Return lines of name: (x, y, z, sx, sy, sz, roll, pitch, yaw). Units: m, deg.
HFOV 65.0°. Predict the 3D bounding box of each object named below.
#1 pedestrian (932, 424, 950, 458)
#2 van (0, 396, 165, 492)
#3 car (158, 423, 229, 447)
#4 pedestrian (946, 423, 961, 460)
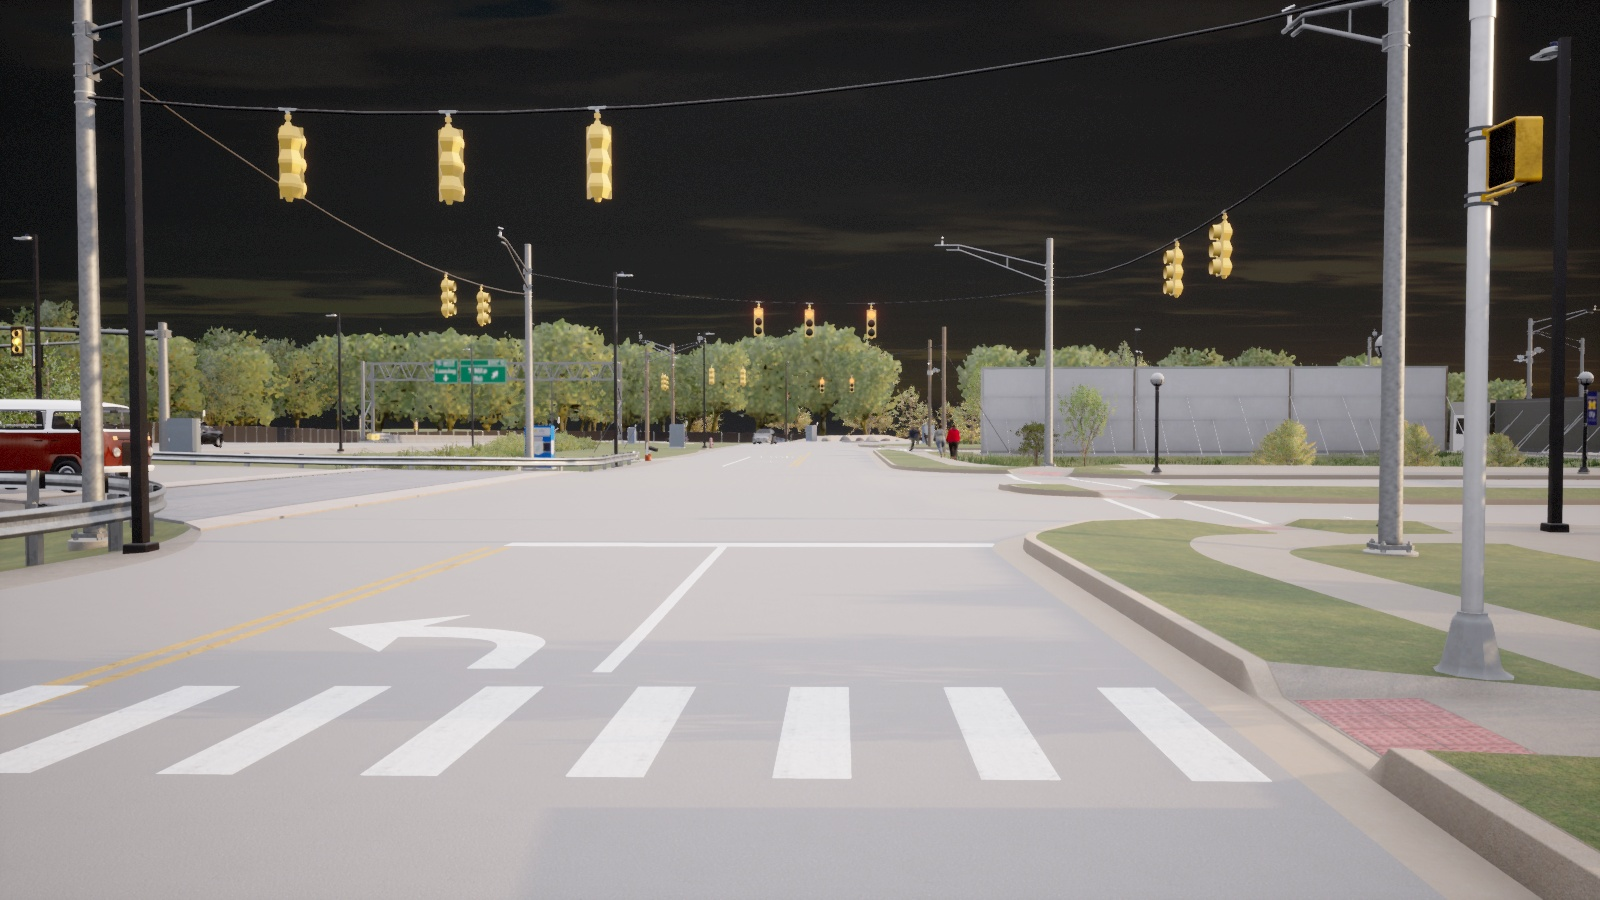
pedestrian: (7.731, -0.514, 68.931, 0.874, 1.855, 0.900, 0, 2, 1)
van: (-16.841, -0.137, 27.853, 4.480, 2.038, 2.069, 0, 1, 5)
car: (-39.401, -0.955, 81.720, 2.128, 1.511, 4.902, 0, 1, 2)
pedestrian: (7.708, -0.431, 63.066, 0.634, 1.844, 0.899, 0, 2, 2)
